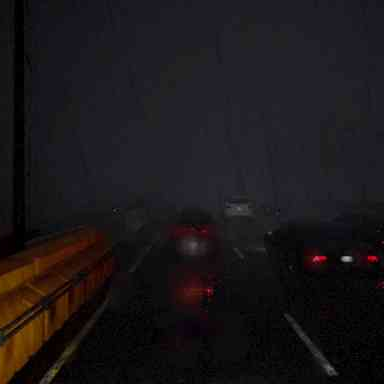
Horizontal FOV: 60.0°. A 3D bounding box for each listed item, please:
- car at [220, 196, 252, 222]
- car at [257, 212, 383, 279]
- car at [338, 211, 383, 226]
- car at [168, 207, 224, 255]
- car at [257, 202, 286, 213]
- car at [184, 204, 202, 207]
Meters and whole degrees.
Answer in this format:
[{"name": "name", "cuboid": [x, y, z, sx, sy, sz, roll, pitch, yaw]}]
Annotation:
[{"name": "car", "cuboid": [3.566, 1.300, 27.596, 2.150, 2.045, 5.566, 0, 0, 0]}, {"name": "car", "cuboid": [3.541, 1.576, 10.069, 2.033, 1.411, 5.357, 0, 0, 0]}, {"name": "car", "cuboid": [7.071, 1.545, 13.868, 1.837, 1.490, 4.892, 0, 0, 0]}, {"name": "car", "cuboid": [0.069, 1.541, 13.407, 1.837, 1.490, 4.892, 0, 0, 0]}, {"name": "car", "cuboid": [7.076, 1.608, 29.784, 1.812, 1.442, 4.674, 0, 0, 0]}, {"name": "car", "cuboid": [0.063, 1.676, 27.342, 1.895, 1.301, 4.718, 0, 0, 0]}]
